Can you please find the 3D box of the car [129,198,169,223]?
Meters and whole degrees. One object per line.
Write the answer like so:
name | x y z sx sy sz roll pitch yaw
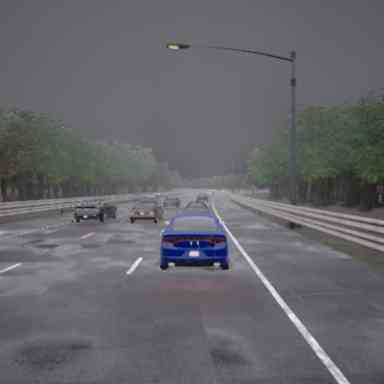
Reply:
car | -3.079 1.363 23.373 2.033 1.411 5.357 0 0 1

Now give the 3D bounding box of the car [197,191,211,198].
car | 1.963 0.836 60.684 2.097 1.767 4.553 0 1 4

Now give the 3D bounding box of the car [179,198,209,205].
car | 0.336 1.381 23.936 1.994 1.385 4.181 0 0 1

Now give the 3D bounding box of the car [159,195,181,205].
car | -2.442 1.148 41.801 2.128 1.511 4.902 0 1 2

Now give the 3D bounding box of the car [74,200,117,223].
car | -6.604 1.305 23.292 2.128 1.511 4.902 0 1 2

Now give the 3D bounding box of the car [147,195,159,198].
car | -5.664 1.115 48.473 1.812 1.442 4.674 0 1 3

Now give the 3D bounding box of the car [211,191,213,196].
car | 3.741 0.703 84.518 1.882 1.535 5.008 0 1 5

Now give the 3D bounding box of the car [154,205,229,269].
car | 0.086 1.396 10.881 1.882 1.535 5.008 0 0 1
